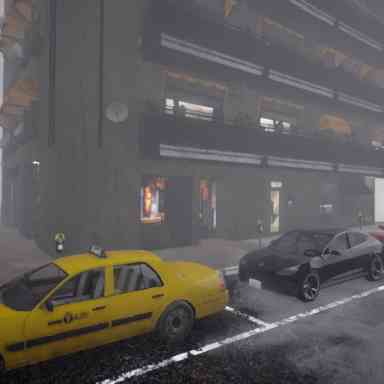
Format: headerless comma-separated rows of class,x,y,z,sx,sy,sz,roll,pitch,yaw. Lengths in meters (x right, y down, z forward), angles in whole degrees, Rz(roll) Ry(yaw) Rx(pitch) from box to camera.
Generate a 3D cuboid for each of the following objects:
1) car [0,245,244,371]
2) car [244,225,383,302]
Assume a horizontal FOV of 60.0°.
car,-1.647,1.526,4.909,4.829,1.417,1.752,0,1,-35
car,3.115,1.567,8.291,4.313,1.339,1.947,0,1,-35
